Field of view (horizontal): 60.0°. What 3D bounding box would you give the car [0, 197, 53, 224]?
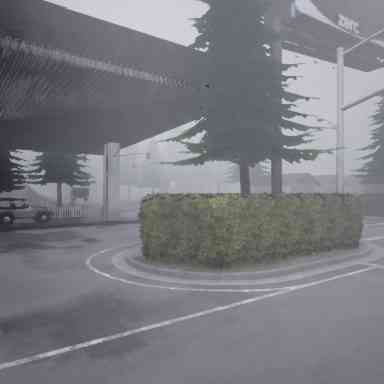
[{"bbox_3d":[-12.015,1.313,23.453,3.866,1.878,1.905,0,0,-36],"label":"car"}]
